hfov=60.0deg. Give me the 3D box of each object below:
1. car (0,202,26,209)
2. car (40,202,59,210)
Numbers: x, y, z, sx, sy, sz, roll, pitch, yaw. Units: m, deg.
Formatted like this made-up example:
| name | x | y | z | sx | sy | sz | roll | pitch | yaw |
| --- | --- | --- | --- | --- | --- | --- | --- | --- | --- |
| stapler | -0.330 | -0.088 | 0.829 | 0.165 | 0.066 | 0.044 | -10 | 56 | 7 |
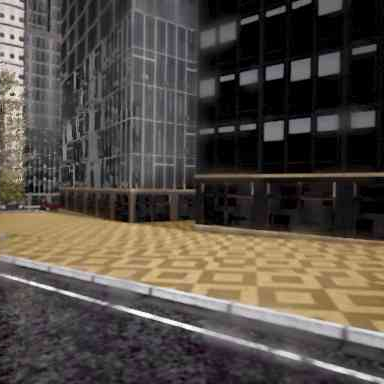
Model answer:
| name | x | y | z | sx | sy | sz | roll | pitch | yaw |
| --- | --- | --- | --- | --- | --- | --- | --- | --- | --- |
| car | -33.113 | 2.340 | 61.344 | 4.403 | 1.369 | 2.008 | 0 | 1 | -34 |
| car | -23.986 | 2.489 | 58.039 | 4.507 | 1.381 | 1.887 | 0 | 1 | -34 |
